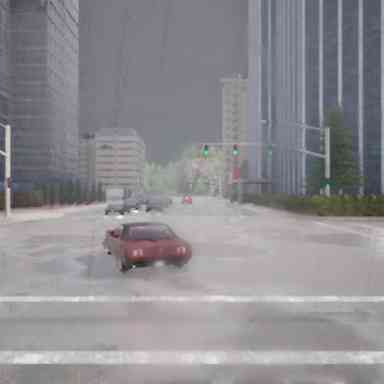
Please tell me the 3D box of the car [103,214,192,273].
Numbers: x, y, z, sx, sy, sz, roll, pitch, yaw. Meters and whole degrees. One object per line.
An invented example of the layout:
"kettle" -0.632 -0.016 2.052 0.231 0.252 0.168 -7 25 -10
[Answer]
"car" -1.686 1.622 10.912 1.895 1.301 4.718 0 0 -22

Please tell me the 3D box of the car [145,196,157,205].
"car" -7.967 1.598 64.985 1.882 1.535 5.008 0 0 -1

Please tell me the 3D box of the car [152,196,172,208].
"car" -4.339 1.595 48.791 1.837 1.490 4.892 0 0 -1

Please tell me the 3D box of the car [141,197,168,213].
"car" -4.251 1.620 38.948 2.033 1.411 5.357 0 0 -1

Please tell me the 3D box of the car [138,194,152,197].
"car" -7.860 1.323 54.518 2.150 2.045 5.566 0 0 0

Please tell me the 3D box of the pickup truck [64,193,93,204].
"pickup truck" -21.039 1.174 60.766 2.390 2.098 6.274 0 0 30

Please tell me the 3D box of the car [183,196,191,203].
"car" -1.092 1.662 75.581 1.812 1.442 4.674 0 0 -1

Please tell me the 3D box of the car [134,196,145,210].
"car" -7.798 1.587 44.111 1.837 1.490 4.892 0 0 -1

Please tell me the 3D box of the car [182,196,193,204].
"car" -0.968 1.471 65.292 2.097 1.767 4.553 0 0 -1

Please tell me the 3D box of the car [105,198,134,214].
"car" -7.705 1.591 34.857 1.812 1.442 4.674 0 0 1
